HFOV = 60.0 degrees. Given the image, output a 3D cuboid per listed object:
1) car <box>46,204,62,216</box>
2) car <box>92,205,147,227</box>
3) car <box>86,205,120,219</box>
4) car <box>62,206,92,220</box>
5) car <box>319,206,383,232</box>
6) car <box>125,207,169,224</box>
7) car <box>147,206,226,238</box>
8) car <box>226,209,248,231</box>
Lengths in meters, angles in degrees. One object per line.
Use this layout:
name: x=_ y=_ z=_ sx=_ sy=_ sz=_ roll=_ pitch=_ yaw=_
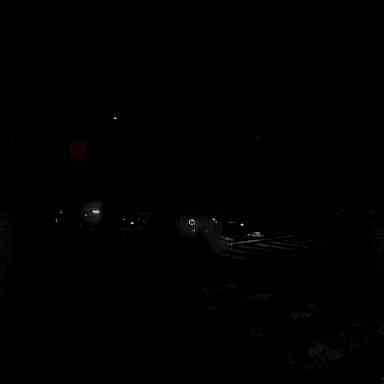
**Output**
car: x=-17.716 y=2.331 z=43.350 sx=2.128 sy=1.511 sz=4.902 roll=0 pitch=-1 yaw=-36
car: x=-6.052 y=2.009 z=27.299 sx=2.033 sy=1.411 sz=5.357 roll=0 pitch=-1 yaw=-35
car: x=-10.422 y=2.230 z=38.810 sx=2.033 sy=1.411 sz=5.357 roll=0 pitch=-1 yaw=-36
car: x=-11.888 y=2.214 z=35.311 sx=1.994 sy=1.385 sz=4.181 roll=0 pitch=-1 yaw=-36
car: x=10.600 y=1.647 z=21.352 sx=2.128 sy=1.511 sz=4.902 roll=0 pitch=-2 yaw=-36
car: x=-4.201 y=2.082 z=30.271 sx=1.895 sy=1.301 sz=4.718 roll=0 pitch=-1 yaw=-36
car: x=-0.474 y=1.636 z=19.644 sx=2.097 sy=1.767 sz=4.553 roll=0 pitch=-1 yaw=-36
car: x=1.628 y=1.801 z=22.280 sx=1.837 sy=1.490 sz=4.892 roll=0 pitch=-1 yaw=-36
